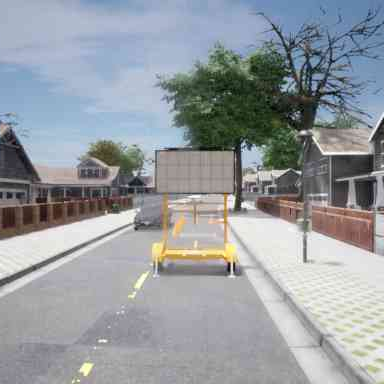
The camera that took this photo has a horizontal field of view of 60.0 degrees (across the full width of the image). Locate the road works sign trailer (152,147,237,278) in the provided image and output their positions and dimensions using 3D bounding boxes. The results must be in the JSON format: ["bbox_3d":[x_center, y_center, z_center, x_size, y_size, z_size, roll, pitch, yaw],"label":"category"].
[{"bbox_3d":[0.097,0.457,10.144,2.380,3.560,2.880,0,0,2],"label":"road works sign trailer"}]

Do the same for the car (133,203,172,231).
[{"bbox_3d":[-2.347,1.477,20.572,1.837,1.490,4.892,0,0,3],"label":"car"}]

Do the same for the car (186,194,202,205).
[{"bbox_3d":[0.403,1.040,55.210,2.150,2.045,5.566,0,0,6],"label":"car"}]
